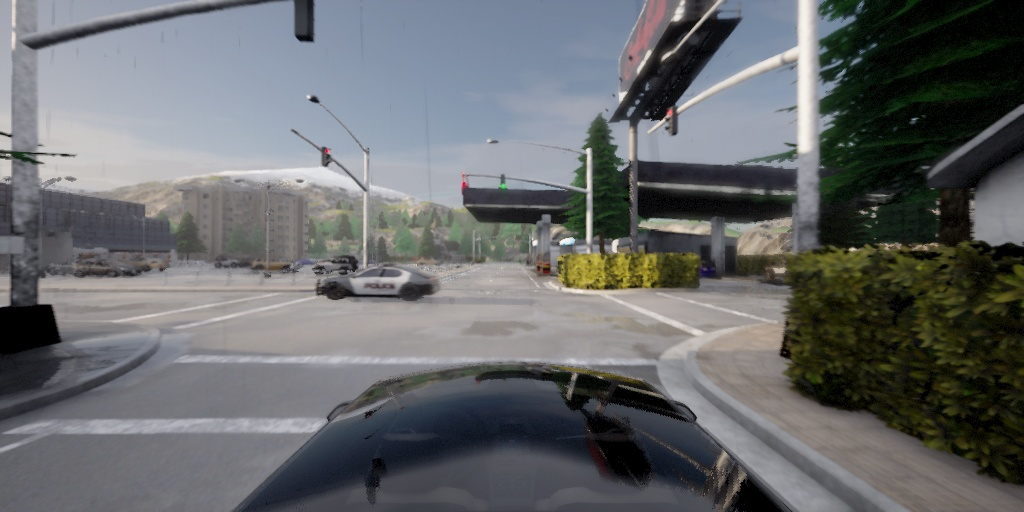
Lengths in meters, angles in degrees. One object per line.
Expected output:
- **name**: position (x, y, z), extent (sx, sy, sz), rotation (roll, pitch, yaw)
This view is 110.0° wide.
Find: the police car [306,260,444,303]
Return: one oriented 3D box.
- **police car**: position (-5.649, 1.122, 15.369), extent (4.974, 1.542, 2.038), rotation (1, 0, 0)
